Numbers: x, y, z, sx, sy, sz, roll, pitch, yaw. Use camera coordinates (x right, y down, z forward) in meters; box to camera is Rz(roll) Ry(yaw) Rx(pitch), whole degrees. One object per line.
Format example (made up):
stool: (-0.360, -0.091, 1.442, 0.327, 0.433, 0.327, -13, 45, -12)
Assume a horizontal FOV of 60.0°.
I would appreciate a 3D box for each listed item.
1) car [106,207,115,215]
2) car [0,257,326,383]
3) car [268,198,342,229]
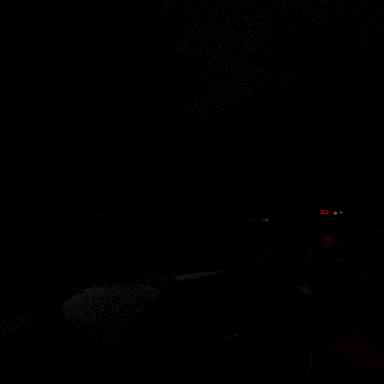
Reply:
car: (-6.187, 1.424, 32.933, 4.553, 1.767, 2.097, 1, -1, 20)
car: (-0.370, 1.547, 3.697, 4.674, 1.442, 1.812, 1, 0, -36)
car: (7.951, 1.473, 23.875, 2.150, 2.045, 5.566, 2, -1, -30)
